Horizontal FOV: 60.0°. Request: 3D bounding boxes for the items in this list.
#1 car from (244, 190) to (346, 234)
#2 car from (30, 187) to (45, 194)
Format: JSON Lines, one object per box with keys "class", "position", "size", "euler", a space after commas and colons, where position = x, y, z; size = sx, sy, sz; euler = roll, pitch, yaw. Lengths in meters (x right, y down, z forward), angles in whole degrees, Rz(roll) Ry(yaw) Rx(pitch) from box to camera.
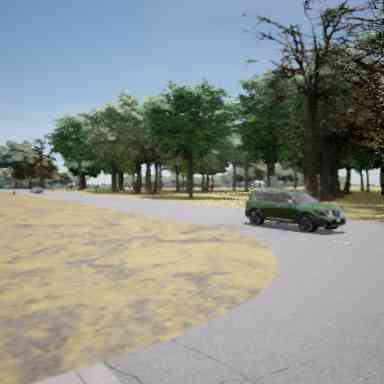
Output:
{"class": "car", "position": [5.304, 0.922, 17.974], "size": [2.150, 2.045, 5.566], "euler": [-1, 2, -37]}
{"class": "car", "position": [-30.817, -0.360, 66.390], "size": [1.895, 1.301, 4.718], "euler": [-1, 2, -36]}
